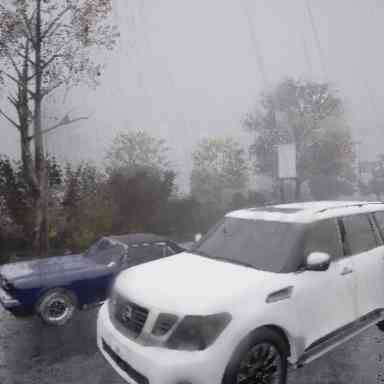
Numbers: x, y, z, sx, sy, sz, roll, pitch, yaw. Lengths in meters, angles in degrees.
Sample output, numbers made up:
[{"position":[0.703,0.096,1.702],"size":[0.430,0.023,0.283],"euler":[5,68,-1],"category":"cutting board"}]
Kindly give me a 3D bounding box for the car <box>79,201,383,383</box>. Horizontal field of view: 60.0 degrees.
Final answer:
[{"position":[1.448,1.231,5.141],"size":[5.566,2.045,2.150],"euler":[-2,1,-36],"category":"car"}]

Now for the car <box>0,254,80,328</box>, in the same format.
[{"position":[-1.592,1.651,7.261],"size":[4.718,1.301,1.895],"euler":[0,0,-37],"category":"car"}]
